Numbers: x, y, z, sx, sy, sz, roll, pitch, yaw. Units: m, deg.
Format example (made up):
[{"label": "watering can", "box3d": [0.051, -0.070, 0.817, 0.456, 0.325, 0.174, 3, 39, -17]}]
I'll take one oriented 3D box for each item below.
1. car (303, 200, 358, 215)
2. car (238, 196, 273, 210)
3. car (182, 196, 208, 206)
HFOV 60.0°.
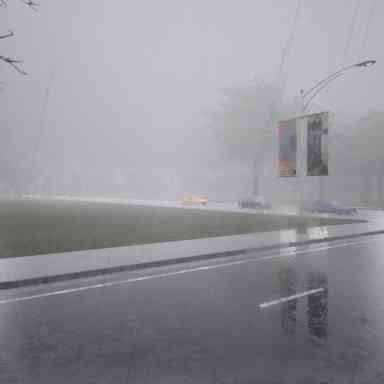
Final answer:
[{"label": "car", "box3d": [13.771, 1.551, 33.732, 2.033, 1.411, 5.357, 0, 0, -36]}, {"label": "car", "box3d": [7.930, 1.320, 41.724, 2.097, 1.767, 4.553, 0, 0, -36]}, {"label": "car", "box3d": [0.433, 1.408, 51.997, 1.882, 1.535, 5.008, 0, 0, -36]}]
